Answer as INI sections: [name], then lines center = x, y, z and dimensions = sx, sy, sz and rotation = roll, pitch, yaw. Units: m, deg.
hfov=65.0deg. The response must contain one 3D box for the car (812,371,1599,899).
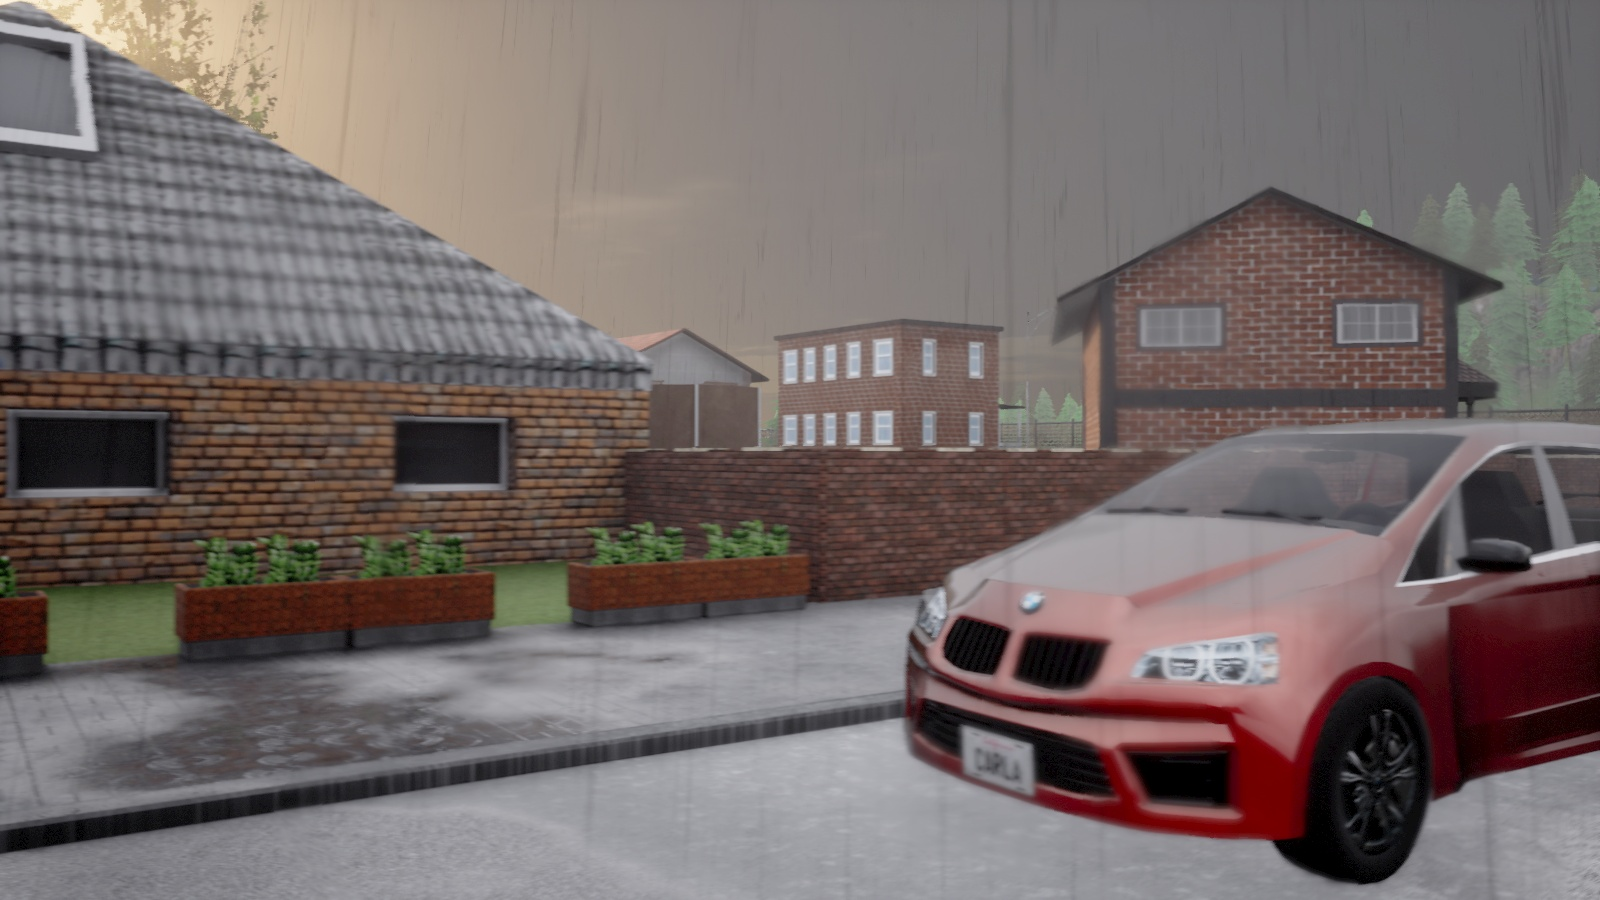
[car]
center = 2.602, 0.598, 5.984
dimensions = 4.611, 1.667, 2.242
rotation = 0, 0, -33
